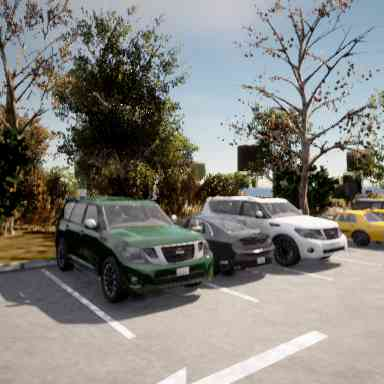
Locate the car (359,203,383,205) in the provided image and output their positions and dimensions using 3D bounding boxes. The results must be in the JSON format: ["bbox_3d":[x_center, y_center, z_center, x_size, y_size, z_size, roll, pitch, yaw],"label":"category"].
[{"bbox_3d":[9.067,1.552,17.094,1.946,1.575,5.366,1,-1,-37],"label":"car"}]

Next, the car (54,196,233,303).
[{"bbox_3d":[-1.845,1.171,8.581,2.435,2.045,5.566,0,0,-37],"label":"car"}]

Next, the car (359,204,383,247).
[{"bbox_3d":[6.941,1.512,15.494,1.946,1.575,5.366,1,0,-37],"label":"car"}]

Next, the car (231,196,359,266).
[{"bbox_3d":[2.504,1.199,11.886,2.435,2.045,5.566,0,0,-37],"label":"car"}]

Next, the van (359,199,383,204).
[{"bbox_3d":[11.484,1.378,18.535,1.878,1.987,4.442,1,-1,-37],"label":"van"}]

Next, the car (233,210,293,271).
[{"bbox_3d":[0.266,1.435,10.213,2.231,1.521,4.892,0,0,-37],"label":"car"}]
